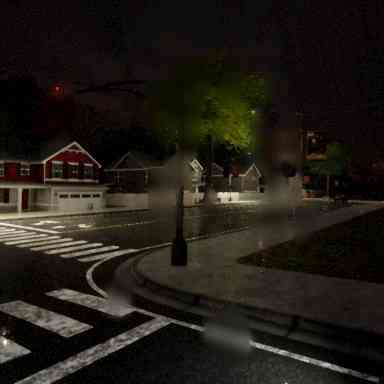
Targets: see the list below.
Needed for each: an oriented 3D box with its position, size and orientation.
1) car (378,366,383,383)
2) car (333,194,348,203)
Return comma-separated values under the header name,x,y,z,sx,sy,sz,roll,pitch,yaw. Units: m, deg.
name,x,y,z,sx,sy,sz,roll,pitch,yaw
car,3.402,1.506,1.253,4.892,1.490,1.837,0,0,36
car,28.066,1.205,62.687,2.128,1.511,4.902,1,0,36
